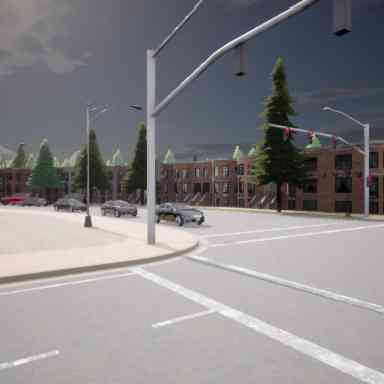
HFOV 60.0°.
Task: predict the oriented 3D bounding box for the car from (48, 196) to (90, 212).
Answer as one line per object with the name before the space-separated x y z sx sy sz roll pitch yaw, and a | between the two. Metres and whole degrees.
car | -13.826 1.504 37.797 4.892 1.490 1.837 0 0 37

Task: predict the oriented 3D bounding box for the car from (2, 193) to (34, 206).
car | -29.038 1.221 55.918 5.566 2.045 2.150 0 0 10

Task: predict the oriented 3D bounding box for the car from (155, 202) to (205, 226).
car | -1.072 1.492 23.352 2.128 1.511 4.902 0 0 -36

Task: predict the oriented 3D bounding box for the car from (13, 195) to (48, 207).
car | -24.176 1.547 51.132 5.357 1.411 2.033 0 0 17

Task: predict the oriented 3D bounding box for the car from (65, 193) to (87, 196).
car | -18.919 1.221 52.865 5.566 2.045 2.150 0 0 23

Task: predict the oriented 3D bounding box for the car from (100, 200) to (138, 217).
car | -6.838 1.505 30.902 1.837 1.490 4.892 0 0 -40
